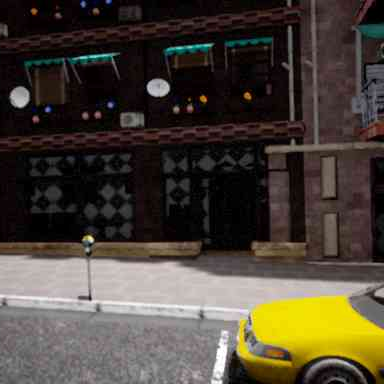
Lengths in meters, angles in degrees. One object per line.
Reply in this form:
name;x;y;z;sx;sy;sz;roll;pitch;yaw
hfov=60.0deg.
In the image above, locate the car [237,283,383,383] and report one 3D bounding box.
car;2.949;1.561;3.793;4.829;1.417;1.752;0;-2;10
